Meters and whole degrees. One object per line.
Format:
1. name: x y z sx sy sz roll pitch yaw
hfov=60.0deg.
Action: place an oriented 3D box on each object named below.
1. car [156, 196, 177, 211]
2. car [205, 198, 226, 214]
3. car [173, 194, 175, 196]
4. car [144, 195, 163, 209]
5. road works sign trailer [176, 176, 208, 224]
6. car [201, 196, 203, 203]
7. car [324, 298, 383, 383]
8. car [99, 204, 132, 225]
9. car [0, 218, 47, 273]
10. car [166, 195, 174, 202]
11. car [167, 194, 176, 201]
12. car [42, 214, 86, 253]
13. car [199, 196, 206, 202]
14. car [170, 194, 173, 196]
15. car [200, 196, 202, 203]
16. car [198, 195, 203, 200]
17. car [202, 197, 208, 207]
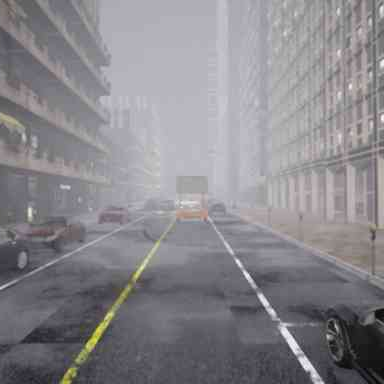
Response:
1. car: -3.095 1.633 42.345 1.812 1.442 4.674 0 0 0
2. car: 2.702 1.637 36.139 1.887 1.381 4.507 1 0 0
3. car: -5.681 1.743 80.440 2.008 1.369 4.403 1 0 0
4. car: -5.677 1.559 47.160 1.967 1.590 4.097 1 0 0
5. road works sign trailer: -0.003 0.531 25.618 2.380 3.560 2.880 0 0 0
6. car: 2.701 1.663 47.235 1.887 1.381 4.507 1 0 0
7. car: 2.703 1.574 2.850 1.947 1.339 4.313 1 0 0
8. car: -5.677 1.610 24.973 1.887 1.381 4.507 1 0 0
9. car: -5.677 1.574 8.332 2.008 1.369 4.403 1 0 0
10. car: -5.680 1.645 85.988 1.967 1.590 4.097 1 0 0
11. car: -5.681 1.532 91.534 2.192 1.841 5.009 1 0 0
12. car: -5.677 1.619 13.878 1.802 1.307 4.206 1 0 0
13. car: 2.698 1.787 86.071 1.802 1.307 4.206 1 0 0
14. car: -5.676 1.483 69.347 2.192 1.841 5.009 1 0 0
15. car: 2.701 1.676 52.784 1.887 1.381 4.507 1 0 0
16. car: 2.700 1.706 63.879 2.008 1.369 4.403 1 0 0
17. car: 2.703 1.546 41.687 1.967 1.590 4.097 1 0 0
